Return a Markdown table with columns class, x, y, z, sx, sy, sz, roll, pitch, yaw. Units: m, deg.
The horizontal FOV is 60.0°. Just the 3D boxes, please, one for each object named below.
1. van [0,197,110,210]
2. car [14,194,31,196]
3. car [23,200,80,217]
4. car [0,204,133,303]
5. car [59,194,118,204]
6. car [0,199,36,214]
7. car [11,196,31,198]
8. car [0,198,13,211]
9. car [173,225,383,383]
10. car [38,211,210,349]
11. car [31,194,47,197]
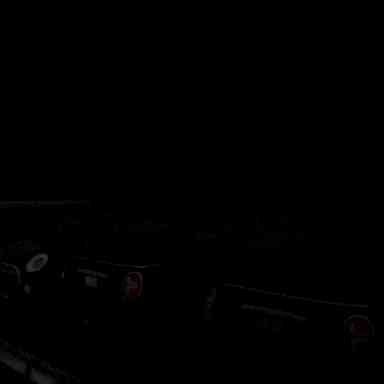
| class | x | y | z | sx | sy | sz | roll | pitch | yaw |
| --- | --- | --- | --- | --- | --- | --- | --- | --- | --- |
| van | -4.887 | 1.253 | 9.853 | 1.878 | 1.987 | 4.442 | 0 | 0 | 35 |
| car | -17.955 | 1.245 | 35.304 | 2.435 | 2.045 | 5.566 | 0 | 0 | 35 |
| car | -13.501 | 1.526 | 32.167 | 2.002 | 1.452 | 4.674 | 0 | 0 | 35 |
| car | -2.517 | 1.352 | 8.349 | 2.185 | 1.767 | 4.553 | 0 | 0 | 35 |
| car | -8.977 | 1.232 | 28.919 | 2.435 | 2.045 | 5.566 | 0 | 0 | 35 |
| car | -20.190 | 1.533 | 36.962 | 2.163 | 1.488 | 4.792 | 0 | 0 | 35 |
| car | -15.671 | 1.491 | 33.707 | 2.097 | 1.535 | 5.008 | 0 | 0 | 35 |
| car | -24.749 | 1.523 | 40.162 | 2.097 | 1.535 | 5.008 | 0 | 0 | 35 |
| car | 2.016 | 1.351 | 5.049 | 2.185 | 1.767 | 4.553 | 0 | 0 | 35 |
| car | -0.268 | 1.352 | 6.674 | 2.185 | 1.767 | 4.553 | 0 | 0 | 35 |
| car | -11.146 | 1.232 | 30.461 | 2.435 | 2.045 | 5.566 | 0 | 0 | 35 |
